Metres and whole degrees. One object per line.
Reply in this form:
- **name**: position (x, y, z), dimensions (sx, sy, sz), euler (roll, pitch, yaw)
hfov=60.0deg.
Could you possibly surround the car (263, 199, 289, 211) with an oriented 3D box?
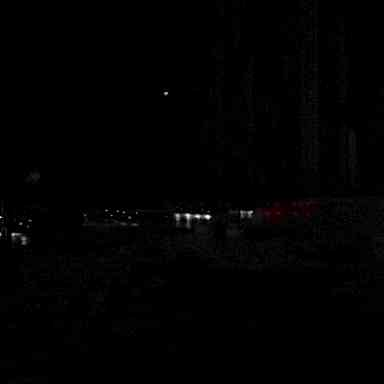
- **car**: position (11.163, 1.642, 42.508), dimensions (1.812, 1.442, 4.674), euler (0, 0, 37)

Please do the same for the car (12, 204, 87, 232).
- **car**: position (-8.706, 1.649, 20.767), dimensions (1.994, 1.385, 4.181), euler (0, 0, 36)

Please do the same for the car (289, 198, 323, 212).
- **car**: position (14.109, 1.462, 41.030), dimensions (2.097, 1.767, 4.553), euler (0, 0, 36)

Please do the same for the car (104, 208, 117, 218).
- **car**: position (-5.674, 1.705, 30.526), dimensions (1.895, 1.301, 4.718), euler (0, 0, 36)

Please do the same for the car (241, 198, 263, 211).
- **car**: position (8.158, 1.613, 44.073), dimensions (2.128, 1.511, 4.902), euler (0, 0, 36)

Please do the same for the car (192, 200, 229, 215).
- **car**: position (2.272, 1.673, 35.971), dimensions (1.994, 1.385, 4.181), euler (0, 0, 36)

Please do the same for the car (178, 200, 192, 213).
- **car**: position (0.151, 1.643, 38.596), dimensions (1.812, 1.442, 4.674), euler (0, 0, 36)

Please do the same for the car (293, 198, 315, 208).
- **car**: position (17.165, 1.656, 50.912), dimensions (1.812, 1.442, 4.674), euler (0, 0, 36)

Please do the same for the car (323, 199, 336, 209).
- **car**: position (19.800, 1.688, 49.009), dimensions (1.994, 1.385, 4.181), euler (0, 0, 36)

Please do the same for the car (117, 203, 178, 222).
- **car**: position (-3.595, 1.697, 27.855), dimensions (1.895, 1.301, 4.718), euler (0, 0, 36)

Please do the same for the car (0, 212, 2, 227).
- **car**: position (-11.094, 1.584, 23.014), dimensions (2.128, 1.511, 4.902), euler (0, 0, 36)
